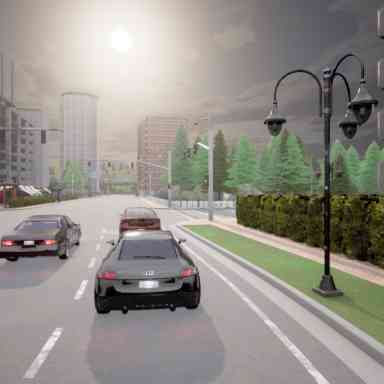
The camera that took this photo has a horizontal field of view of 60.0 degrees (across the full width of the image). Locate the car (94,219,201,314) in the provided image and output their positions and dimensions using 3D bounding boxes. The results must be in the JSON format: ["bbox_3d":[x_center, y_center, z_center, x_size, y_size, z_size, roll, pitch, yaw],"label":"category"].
[{"bbox_3d":[-1.042,1.564,7.725,1.994,1.385,4.181,0,0,-9],"label":"car"}]

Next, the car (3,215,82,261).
[{"bbox_3d":[-5.317,1.547,12.289,2.033,1.411,5.357,0,0,-11],"label":"car"}]

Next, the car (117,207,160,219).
[{"bbox_3d":[-2.659,1.478,16.563,1.882,1.535,5.008,0,0,-12],"label":"car"}]

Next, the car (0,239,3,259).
[{"bbox_3d":[-3.876,1.492,2.757,2.128,1.511,4.902,0,0,-5],"label":"car"}]
